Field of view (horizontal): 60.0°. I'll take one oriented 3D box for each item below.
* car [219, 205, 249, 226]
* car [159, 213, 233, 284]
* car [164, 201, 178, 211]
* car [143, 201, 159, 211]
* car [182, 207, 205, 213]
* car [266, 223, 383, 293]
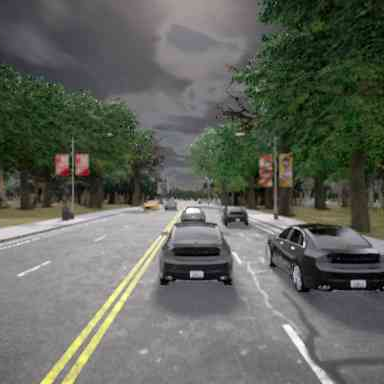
[{"bbox_3d":[3.358,1.839,26.885,1.837,1.490,4.892,0,0,0],"label":"car"},{"bbox_3d":[0.103,1.626,9.944,1.837,1.490,4.892,0,0,0],"label":"car"},{"bbox_3d":[-3.250,2.161,51.898,1.837,1.490,4.892,0,-1,0],"label":"car"},{"bbox_3d":[-6.395,2.128,51.764,1.882,1.535,5.008,0,-1,2],"label":"car"},{"bbox_3d":[0.109,1.902,27.244,1.994,1.385,4.181,0,-1,0],"label":"car"},{"bbox_3d":[3.352,1.616,9.127,1.837,1.490,4.892,0,0,0],"label":"car"}]
